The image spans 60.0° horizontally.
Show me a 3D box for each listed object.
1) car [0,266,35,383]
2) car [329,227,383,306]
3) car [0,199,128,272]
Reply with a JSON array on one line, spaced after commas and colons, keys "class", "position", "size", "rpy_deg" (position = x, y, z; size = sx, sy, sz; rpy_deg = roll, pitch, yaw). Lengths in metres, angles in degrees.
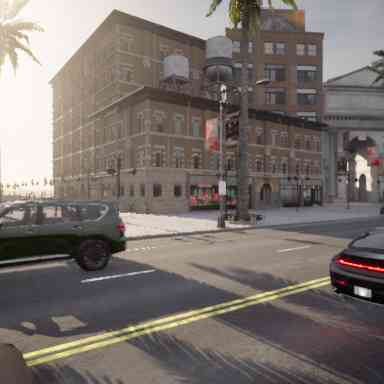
[{"class": "car", "position": [-3.440, 1.547, 1.282], "size": [5.357, 1.411, 2.033], "rpy_deg": [0, 0, -36]}, {"class": "car", "position": [4.966, 1.508, 7.252], "size": [4.892, 1.490, 1.837], "rpy_deg": [0, 0, -36]}, {"class": "car", "position": [-4.581, 1.222, 9.315], "size": [5.566, 2.045, 2.150], "rpy_deg": [0, 0, -35]}]
